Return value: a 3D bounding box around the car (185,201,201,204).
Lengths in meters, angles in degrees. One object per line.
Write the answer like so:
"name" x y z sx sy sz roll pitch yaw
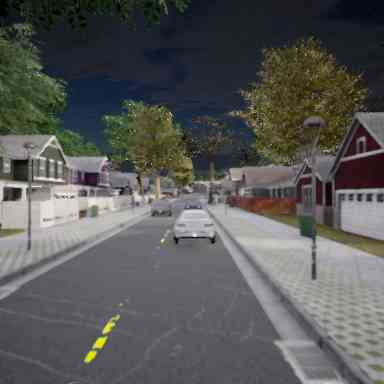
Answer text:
"car" 0.126 1.638 37.652 1.895 1.301 4.718 0 0 0

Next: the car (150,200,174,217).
"car" -2.818 1.531 31.876 1.837 1.490 4.892 0 0 0

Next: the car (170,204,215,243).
"car" 0.106 1.532 16.064 1.812 1.442 4.674 0 0 0
